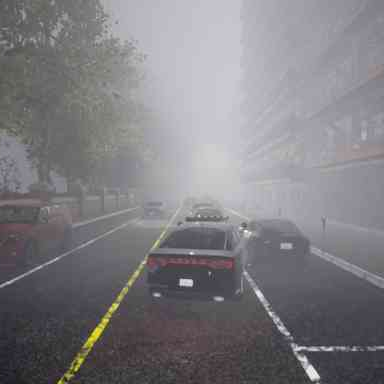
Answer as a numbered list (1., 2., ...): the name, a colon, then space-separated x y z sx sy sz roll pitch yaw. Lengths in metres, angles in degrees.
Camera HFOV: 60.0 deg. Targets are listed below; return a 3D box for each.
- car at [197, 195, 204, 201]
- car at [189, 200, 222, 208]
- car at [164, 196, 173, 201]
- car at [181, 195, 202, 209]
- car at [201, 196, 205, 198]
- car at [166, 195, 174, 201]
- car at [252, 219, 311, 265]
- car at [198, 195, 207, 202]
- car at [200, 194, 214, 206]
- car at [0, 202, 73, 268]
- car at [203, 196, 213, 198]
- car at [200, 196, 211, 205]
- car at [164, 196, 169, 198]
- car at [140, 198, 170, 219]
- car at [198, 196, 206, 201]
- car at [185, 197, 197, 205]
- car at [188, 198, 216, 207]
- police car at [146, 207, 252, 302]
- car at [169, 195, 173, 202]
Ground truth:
1. car: 2.412 1.598 90.447 1.752 1.417 4.829 0 0 0
2. car: 0.845 1.456 18.398 1.801 1.575 5.366 0 0 0
3. car: -5.950 1.613 84.620 2.008 1.369 4.403 0 0 0
4. car: -0.107 1.368 46.106 2.097 1.767 4.553 0 0 0
5. car: 2.551 1.560 45.235 1.887 1.381 4.507 0 0 0
6. car: -5.967 1.597 90.080 1.752 1.417 4.829 0 0 0
7. car: 2.656 1.565 11.454 1.947 1.339 4.313 0 0 0
8. car: 2.447 1.493 79.016 1.967 1.590 4.097 0 0 0
9. car: 2.516 1.341 56.495 2.192 1.841 5.009 0 0 0
10. car: -5.724 1.314 11.428 2.192 1.841 5.009 0 0 0
11. car: 2.569 1.555 39.604 1.887 1.381 4.507 0 0 0
12. car: 2.499 1.472 62.126 1.967 1.590 4.097 0 0 0
13. car: -5.880 1.583 62.099 2.008 1.369 4.403 0 0 0
14. car: -3.183 1.508 28.734 1.837 1.490 4.892 0 0 0
15. car: 2.430 1.628 84.646 1.947 1.339 4.313 0 0 0
16. car: -0.179 1.593 58.796 1.994 1.385 4.181 0 0 0
17. car: 0.827 1.480 24.209 1.882 1.535 5.008 0 0 0
18. police car: 0.419 1.425 8.505 1.930 1.638 5.238 0 0 12
19. car: -5.932 1.578 78.819 1.752 1.417 4.829 0 0 0
